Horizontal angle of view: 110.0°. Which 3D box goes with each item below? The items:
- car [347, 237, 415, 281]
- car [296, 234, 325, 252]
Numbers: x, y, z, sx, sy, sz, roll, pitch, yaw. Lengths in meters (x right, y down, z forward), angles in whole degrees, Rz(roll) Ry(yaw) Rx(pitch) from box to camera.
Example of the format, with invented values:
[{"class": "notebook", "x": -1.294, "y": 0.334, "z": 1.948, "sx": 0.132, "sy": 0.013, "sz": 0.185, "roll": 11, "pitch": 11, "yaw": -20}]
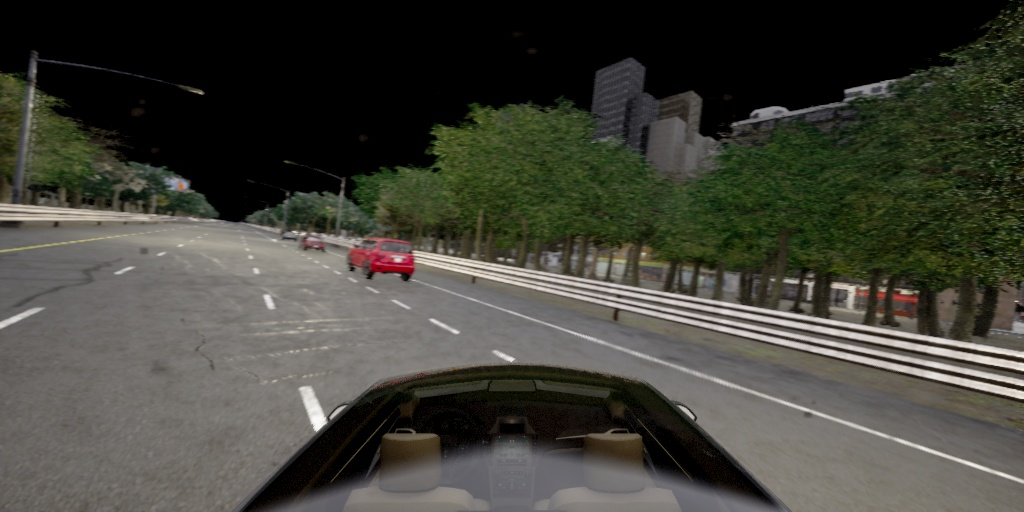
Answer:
[{"class": "car", "x": -6.966, "y": 0.074, "z": 18.914, "sx": 2.150, "sy": 2.045, "sz": 5.566, "roll": 7, "pitch": 0, "yaw": -38}, {"class": "car", "x": -19.807, "y": -1.244, "z": 35.539, "sx": 1.812, "sy": 1.442, "sz": 4.674, "roll": 7, "pitch": 0, "yaw": -38}]
